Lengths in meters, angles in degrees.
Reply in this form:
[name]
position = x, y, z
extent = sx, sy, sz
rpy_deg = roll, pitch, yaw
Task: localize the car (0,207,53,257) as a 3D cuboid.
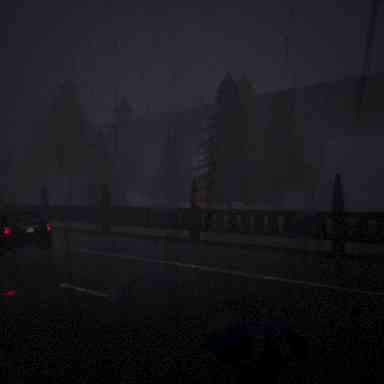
[car]
position = -7.810, 1.482, 13.735
extent = 4.553, 1.767, 2.097
rpy_deg = -1, -1, 36
